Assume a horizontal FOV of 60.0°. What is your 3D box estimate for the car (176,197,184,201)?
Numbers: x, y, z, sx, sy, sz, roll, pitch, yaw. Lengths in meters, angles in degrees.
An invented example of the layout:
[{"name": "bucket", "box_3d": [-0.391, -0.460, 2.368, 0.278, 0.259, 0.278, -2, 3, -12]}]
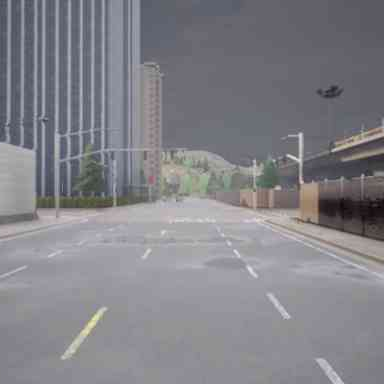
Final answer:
[{"name": "car", "box_3d": [-3.471, 2.110, 94.280, 1.837, 1.490, 4.892, 0, -1, 0]}]
